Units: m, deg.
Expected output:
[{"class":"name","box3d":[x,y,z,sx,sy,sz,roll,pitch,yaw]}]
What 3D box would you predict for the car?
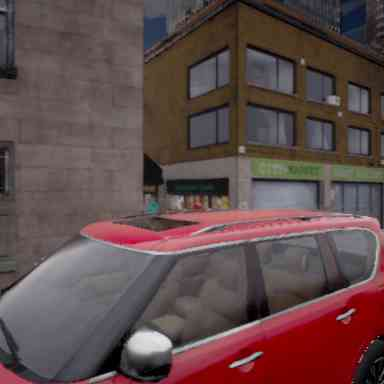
[{"class":"car","box3d":[-0.181,1.227,2.939,5.566,2.045,2.150,0,0,-35]}]
